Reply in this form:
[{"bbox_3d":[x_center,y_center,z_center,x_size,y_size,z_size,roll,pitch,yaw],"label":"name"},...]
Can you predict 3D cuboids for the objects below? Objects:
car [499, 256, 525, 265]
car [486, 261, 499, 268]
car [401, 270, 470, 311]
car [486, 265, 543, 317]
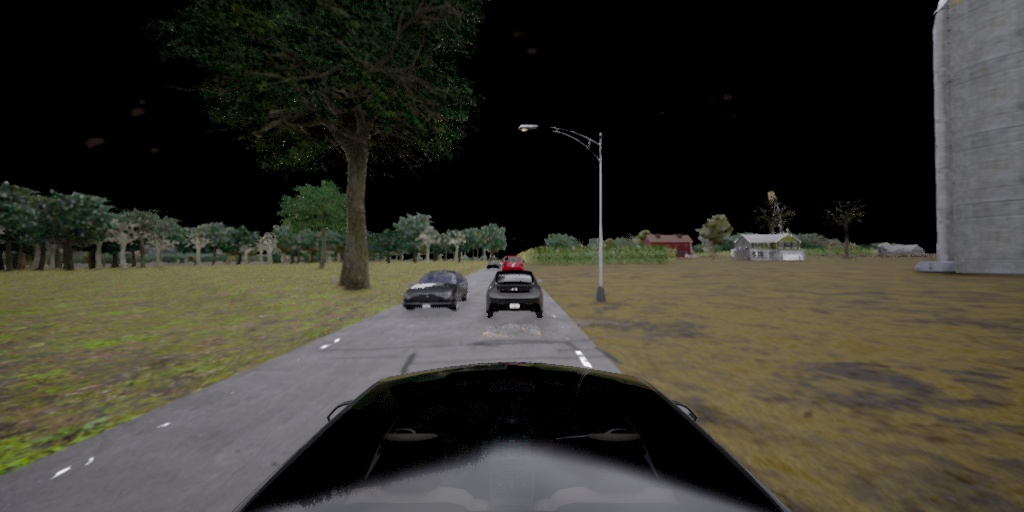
[{"bbox_3d":[0.098,0.991,36.664,2.150,2.045,5.566,0,0,0],"label":"car"},{"bbox_3d":[-2.827,1.410,54.319,1.895,1.301,4.718,0,0,0],"label":"car"},{"bbox_3d":[-2.853,1.294,14.623,2.033,1.411,5.357,0,0,0],"label":"car"},{"bbox_3d":[0.088,1.252,13.205,1.837,1.490,4.892,0,0,0],"label":"car"}]
